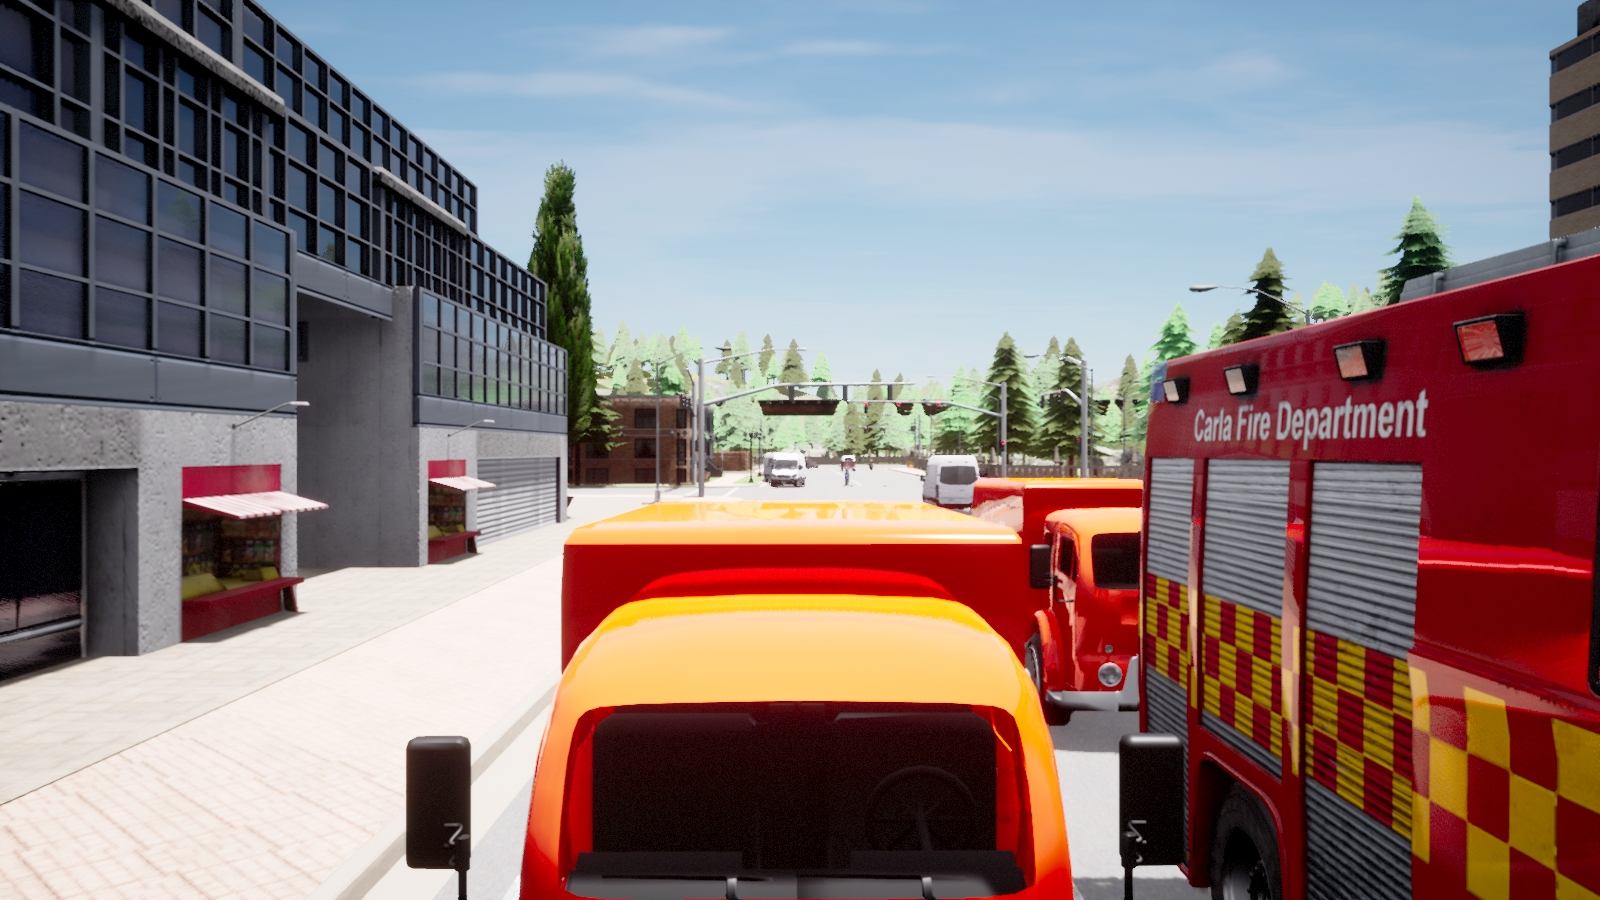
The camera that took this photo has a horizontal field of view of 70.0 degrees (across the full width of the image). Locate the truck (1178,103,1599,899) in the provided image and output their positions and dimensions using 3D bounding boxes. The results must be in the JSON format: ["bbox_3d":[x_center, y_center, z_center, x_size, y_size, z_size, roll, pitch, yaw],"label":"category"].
[{"bbox_3d":[3.807,0.889,2.987,2.891,3.827,8.468,0,0,0],"label":"truck"}]

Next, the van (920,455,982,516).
[{"bbox_3d":[6.752,1.519,51.682,1.988,2.561,5.915,0,0,0],"label":"van"}]

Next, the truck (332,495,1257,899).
[{"bbox_3d":[-0.043,1.566,5.848,2.627,2.467,5.204,0,0,-1],"label":"truck"}]

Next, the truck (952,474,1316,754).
[{"bbox_3d":[3.425,1.565,13.129,2.627,2.467,5.204,0,0,-1],"label":"truck"}]
